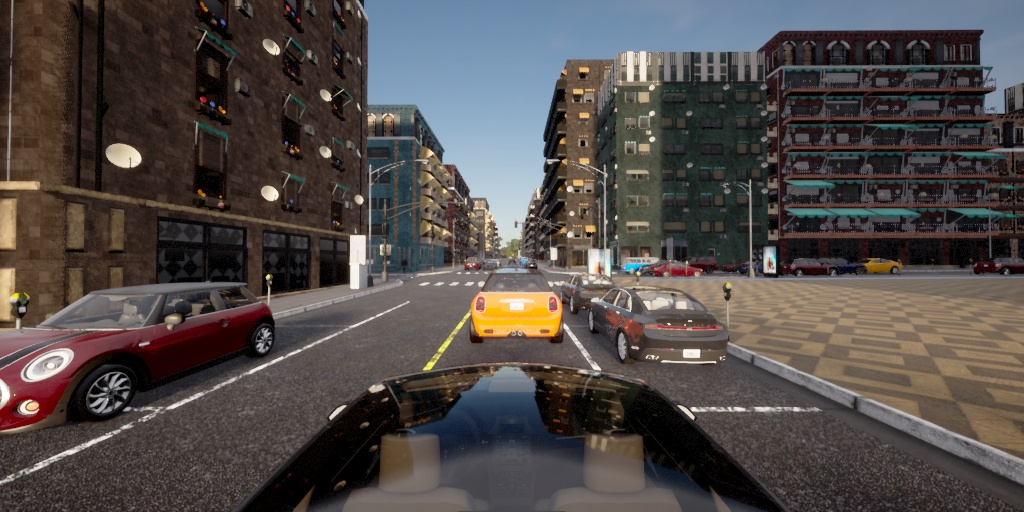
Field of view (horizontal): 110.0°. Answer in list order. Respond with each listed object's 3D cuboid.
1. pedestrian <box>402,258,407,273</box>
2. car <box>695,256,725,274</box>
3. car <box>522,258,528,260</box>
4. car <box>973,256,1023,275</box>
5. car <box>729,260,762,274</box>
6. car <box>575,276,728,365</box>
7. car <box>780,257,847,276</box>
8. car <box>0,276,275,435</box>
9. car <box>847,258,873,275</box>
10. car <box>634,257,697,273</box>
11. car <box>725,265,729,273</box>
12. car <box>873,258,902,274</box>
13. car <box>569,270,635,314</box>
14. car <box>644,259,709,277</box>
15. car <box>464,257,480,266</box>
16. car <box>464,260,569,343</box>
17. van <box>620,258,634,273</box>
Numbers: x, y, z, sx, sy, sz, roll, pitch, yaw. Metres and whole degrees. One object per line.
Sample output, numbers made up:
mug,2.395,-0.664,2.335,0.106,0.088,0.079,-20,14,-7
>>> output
pedestrian,-12.501,1.097,41.566,0.375,1.860,0.375,0,0,0
car,19.323,0.977,38.354,5.009,1.841,2.192,0,0,0
car,2.726,1.334,51.591,1.948,1.339,4.313,0,0,0
car,41.364,0.811,29.799,4.097,1.591,1.967,0,0,0
car,25.175,1.126,35.728,5.357,1.411,2.033,0,-1,0
car,2.825,1.302,7.828,2.007,1.370,4.403,0,0,0
car,24.783,0.935,29.930,4.097,1.591,1.967,0,0,0
car,-5.816,1.191,5.598,1.967,1.591,4.097,0,0,0
car,29.171,0.853,32.501,4.553,1.767,2.097,0,-1,0
car,15.225,1.147,35.807,4.902,1.511,2.128,0,-1,1
car,24.851,1.165,38.310,4.507,1.381,1.888,0,0,0
car,35.624,0.977,35.636,5.008,1.535,1.882,0,-1,1
car,2.829,1.304,13.398,2.007,1.370,4.403,0,0,0
car,13.728,1.162,30.017,4.207,1.307,1.802,0,0,0
car,-5.655,1.083,51.636,2.192,1.841,5.009,0,0,0
car,0.103,1.104,9.809,2.097,1.767,4.553,0,0,0
van,13.796,1.045,38.397,3.998,1.789,1.690,0,0,0
